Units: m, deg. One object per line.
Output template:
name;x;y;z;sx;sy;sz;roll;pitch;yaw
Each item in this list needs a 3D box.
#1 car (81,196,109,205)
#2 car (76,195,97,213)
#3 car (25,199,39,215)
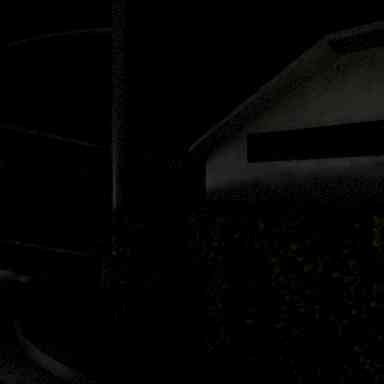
car;-16.940;1.491;57.805;4.902;1.511;2.128;0;0;36
car;-10.444;1.313;35.134;3.866;1.878;1.905;0;0;35
car;-17.248;1.480;32.997;4.611;1.667;2.242;0;0;35
